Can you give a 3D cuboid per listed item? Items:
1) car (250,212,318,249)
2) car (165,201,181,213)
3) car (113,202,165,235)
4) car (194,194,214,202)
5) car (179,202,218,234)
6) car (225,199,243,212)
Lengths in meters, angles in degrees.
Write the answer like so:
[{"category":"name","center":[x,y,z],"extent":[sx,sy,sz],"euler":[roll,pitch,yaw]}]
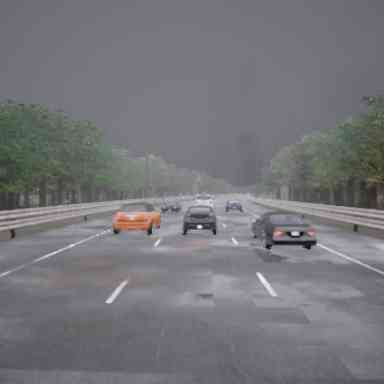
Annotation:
[{"category":"car","center":[3.822,1.574,14.664],"extent":[2.033,1.411,5.357],"euler":[0,0,1]},{"category":"car","center":[-2.206,1.662,37.257],"extent":[1.895,1.301,4.718],"euler":[0,0,3]},{"category":"car","center":[-3.040,1.379,19.287],"extent":[2.097,1.767,4.553],"euler":[0,0,2]},{"category":"car","center":[1.434,1.292,39.376],"extent":[2.150,2.045,5.566],"euler":[0,0,4]},{"category":"car","center":[0.468,1.536,19.493],"extent":[1.837,1.490,4.892],"euler":[0,0,2]},{"category":"car","center":[4.999,1.602,40.198],"extent":[1.812,1.442,4.674],"euler":[0,0,4]}]
